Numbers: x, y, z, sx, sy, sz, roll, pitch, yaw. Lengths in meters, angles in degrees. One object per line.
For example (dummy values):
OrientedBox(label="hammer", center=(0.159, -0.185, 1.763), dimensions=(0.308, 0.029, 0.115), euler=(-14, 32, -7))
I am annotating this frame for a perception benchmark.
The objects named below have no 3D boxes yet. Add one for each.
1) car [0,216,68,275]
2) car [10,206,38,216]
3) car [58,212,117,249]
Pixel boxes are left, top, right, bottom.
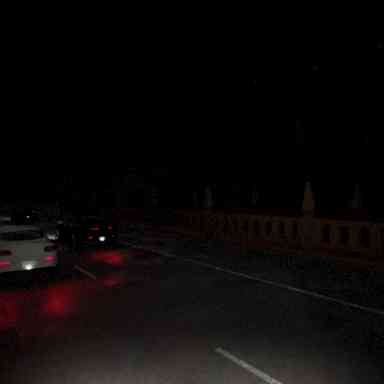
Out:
OrientedBox(label="car", center=(-5.499, 1.704, 10.399), dimensions=(1.812, 1.442, 4.674), euler=(0, -1, -35))
OrientedBox(label="car", center=(-15.785, 2.018, 31.241), dimensions=(2.128, 1.511, 4.902), euler=(0, -1, -35))
OrientedBox(label="car", center=(-5.190, 1.753, 16.064), dimensions=(1.837, 1.490, 4.892), euler=(0, -1, -35))
